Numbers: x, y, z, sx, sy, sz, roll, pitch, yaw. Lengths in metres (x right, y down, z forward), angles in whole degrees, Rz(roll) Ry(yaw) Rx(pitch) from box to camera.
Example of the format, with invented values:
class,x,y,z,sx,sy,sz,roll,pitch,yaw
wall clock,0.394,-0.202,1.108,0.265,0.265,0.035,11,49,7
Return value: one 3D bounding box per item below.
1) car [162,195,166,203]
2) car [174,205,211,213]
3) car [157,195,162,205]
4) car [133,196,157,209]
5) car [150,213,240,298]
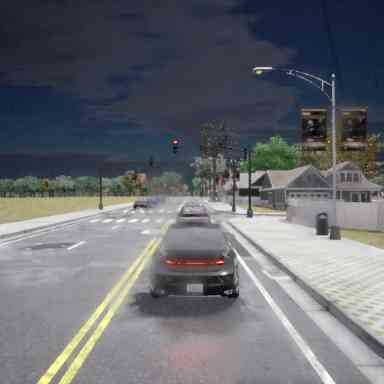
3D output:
class,x,y,z,sx,sy,sz,roll,pitch,yaw
car,-6.569,1.359,69.341,2.097,1.767,4.553,0,0,0
car,0.056,1.501,18.770,2.128,1.511,4.902,0,0,-2
car,-6.642,1.481,55.720,1.882,1.535,5.008,0,0,0
car,-6.621,1.556,45.537,2.033,1.411,5.357,0,0,4
car,0.075,1.510,8.500,1.837,1.490,4.892,0,0,1
